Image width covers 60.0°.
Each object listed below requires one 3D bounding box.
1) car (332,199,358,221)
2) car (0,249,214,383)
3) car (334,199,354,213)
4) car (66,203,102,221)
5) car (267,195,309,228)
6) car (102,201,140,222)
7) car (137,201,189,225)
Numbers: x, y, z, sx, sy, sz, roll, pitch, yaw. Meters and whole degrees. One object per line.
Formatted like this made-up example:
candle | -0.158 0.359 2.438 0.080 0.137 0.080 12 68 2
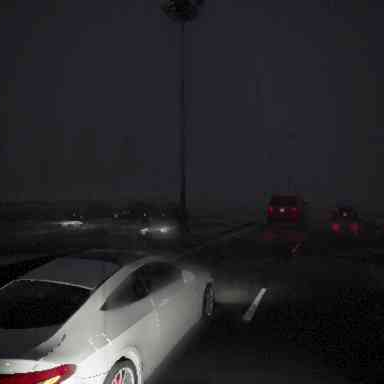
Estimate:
car | 12.497 1.523 27.223 1.812 1.442 4.674 0 0 24
car | -1.077 1.525 4.575 1.812 1.442 4.674 0 0 19
car | 17.962 1.543 39.294 2.033 1.411 5.357 0 0 24
car | -8.128 1.561 27.023 1.994 1.385 4.181 0 0 24
car | 6.635 1.219 22.768 2.150 2.045 5.566 0 0 24
car | -4.526 1.489 26.491 2.128 1.511 4.902 0 0 24
car | -1.740 1.523 24.131 1.812 1.442 4.674 0 0 24
